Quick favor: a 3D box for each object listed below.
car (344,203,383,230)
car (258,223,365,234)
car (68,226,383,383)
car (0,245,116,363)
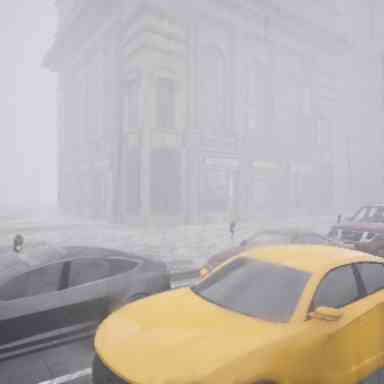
[{"bbox_3d":[6.794,1.320,11.493,5.009,1.841,2.192,0,0,-36],"label":"car"},{"bbox_3d":[2.234,1.585,8.239,4.206,1.307,1.802,0,0,-36],"label":"car"},{"bbox_3d":[1.274,1.479,4.286,5.008,1.535,1.882,0,0,-36],"label":"car"},{"bbox_3d":[-2.325,1.566,4.985,4.313,1.339,1.947,0,0,-36],"label":"car"}]
